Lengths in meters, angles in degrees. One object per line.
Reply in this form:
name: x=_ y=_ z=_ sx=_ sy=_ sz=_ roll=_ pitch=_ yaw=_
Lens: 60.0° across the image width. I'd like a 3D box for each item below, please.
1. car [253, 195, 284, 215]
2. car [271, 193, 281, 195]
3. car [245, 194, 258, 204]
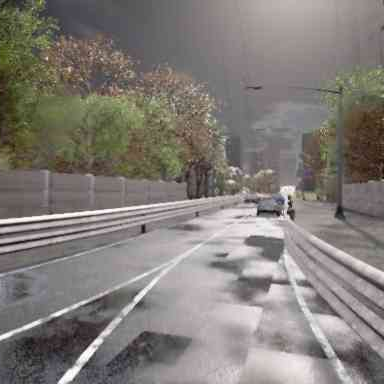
car: x=6.923 y=1.287 z=29.805 sx=1.994 sy=1.385 sz=4.181 roll=1 pitch=1 yaw=16
car: x=12.248 y=0.945 z=48.276 sx=2.097 sy=1.767 sz=4.553 roll=1 pitch=0 yaw=16
car: x=8.961 y=1.030 z=49.191 sx=1.882 sy=1.535 sz=5.008 roll=1 pitch=0 yaw=16
